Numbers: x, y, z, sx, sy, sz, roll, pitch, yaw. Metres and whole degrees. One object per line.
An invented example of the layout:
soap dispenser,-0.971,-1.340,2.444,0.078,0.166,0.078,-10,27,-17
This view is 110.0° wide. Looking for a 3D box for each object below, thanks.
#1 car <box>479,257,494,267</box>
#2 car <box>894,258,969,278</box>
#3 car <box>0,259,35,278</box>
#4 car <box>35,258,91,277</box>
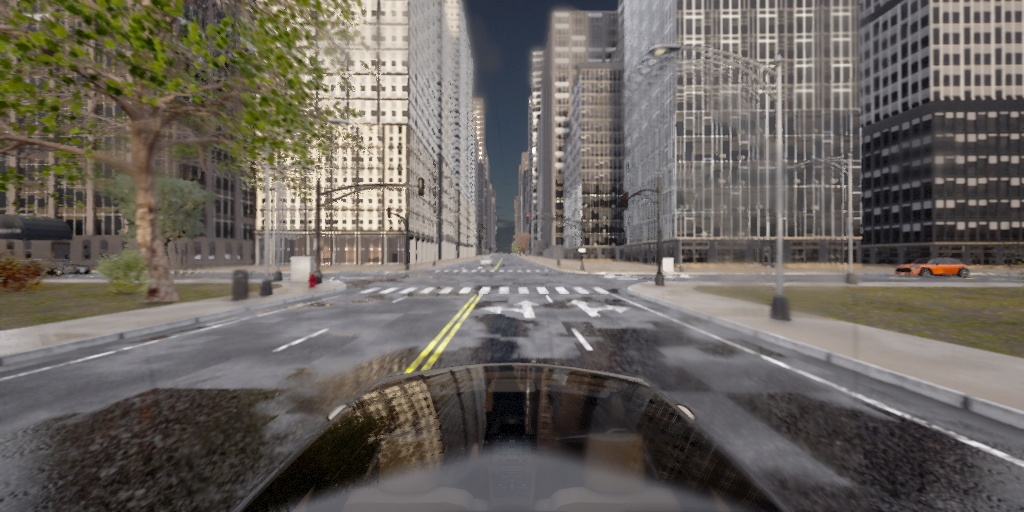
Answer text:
car,-3.895,0.841,54.557,1.812,1.442,4.674,0,1,-1
car,35.663,0.941,30.615,4.553,1.767,2.097,0,0,2
car,-39.220,0.783,26.622,4.553,1.767,2.097,0,0,2
car,-38.055,0.945,29.836,4.902,1.511,2.128,0,0,2
